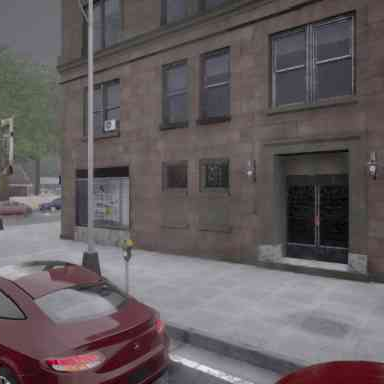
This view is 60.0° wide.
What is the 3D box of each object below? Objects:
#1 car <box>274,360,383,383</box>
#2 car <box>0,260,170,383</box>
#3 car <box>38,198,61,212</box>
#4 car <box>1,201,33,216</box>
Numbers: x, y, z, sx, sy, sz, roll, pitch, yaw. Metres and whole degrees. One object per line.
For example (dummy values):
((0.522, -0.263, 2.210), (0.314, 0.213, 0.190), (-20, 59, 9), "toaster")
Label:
((2.315, 1.545, 1.167), (4.507, 1.381, 1.887), (0, 0, 35), "car")
((-2.183, 1.582, 4.363), (4.206, 1.307, 1.802), (0, 0, 35), "car")
((-14.304, 1.340, 36.490), (1.882, 1.535, 5.008), (0, 0, 35), "car")
((-15.959, 1.470, 28.552), (1.994, 1.385, 4.181), (0, 0, 36), "car")
